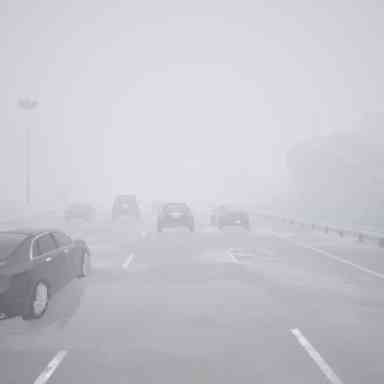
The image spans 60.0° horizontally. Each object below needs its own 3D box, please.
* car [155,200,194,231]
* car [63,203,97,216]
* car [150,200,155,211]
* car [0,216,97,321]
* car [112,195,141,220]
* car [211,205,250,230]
[{"bbox_3d":[-1.100,1.355,20.634,2.097,1.767,4.553,0,0,-6],"label":"car"},{"bbox_3d":[-8.798,1.567,26.474,2.033,1.411,5.357,0,0,-8],"label":"car"},{"bbox_3d":[-3.951,1.611,39.857,1.895,1.301,4.718,0,0,-11],"label":"car"},{"bbox_3d":[-3.643,1.513,7.266,1.837,1.490,4.892,0,0,-2],"label":"car"},{"bbox_3d":[-5.561,1.234,28.468,2.150,2.045,5.566,0,0,-8],"label":"car"},{"bbox_3d":[2.375,1.522,21.195,1.812,1.442,4.674,0,0,-6],"label":"car"}]
